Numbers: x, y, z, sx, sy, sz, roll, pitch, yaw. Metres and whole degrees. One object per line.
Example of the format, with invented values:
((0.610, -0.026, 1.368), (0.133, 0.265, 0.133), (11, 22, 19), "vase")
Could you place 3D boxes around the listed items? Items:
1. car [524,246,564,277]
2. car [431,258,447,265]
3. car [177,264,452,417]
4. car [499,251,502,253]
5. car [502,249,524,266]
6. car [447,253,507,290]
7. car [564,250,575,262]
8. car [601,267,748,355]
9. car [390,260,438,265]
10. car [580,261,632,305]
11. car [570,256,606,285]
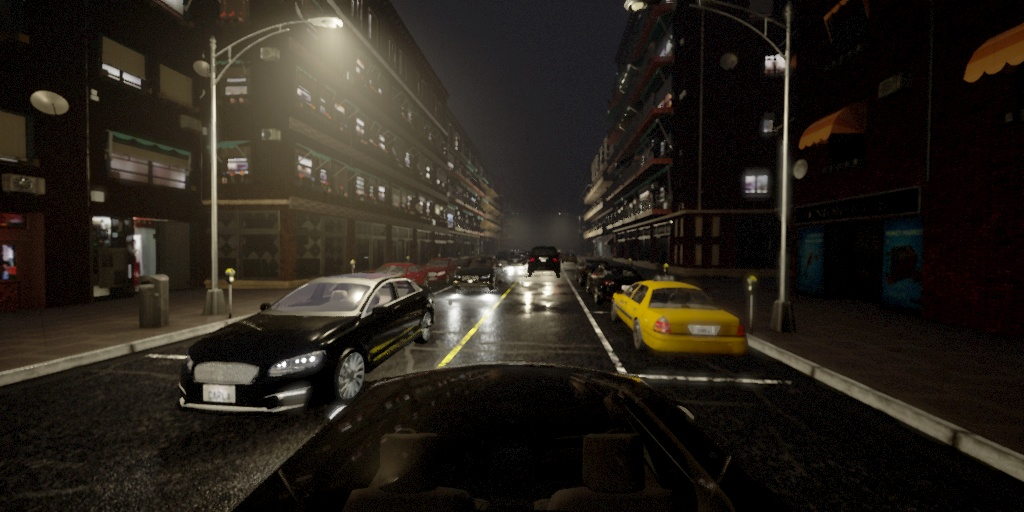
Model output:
((2.302, 0.321, 25.537), (2.150, 2.045, 5.566), (1, 2, 6), "car")
((-4.021, 0.784, 20.148), (1.802, 1.307, 4.207), (0, 0, 6), "car")
((-2.786, 1.096, 6.147), (2.128, 1.511, 4.902), (1, 2, 6), "car")
((-1.113, 0.010, 48.308), (1.948, 1.339, 4.313), (0, 0, 6), "car")
((0.601, 0.212, 38.653), (2.128, 1.511, 4.902), (1, 1, 6), "car")
((-1.576, 0.781, 18.045), (1.837, 1.490, 4.892), (1, 2, 6), "car")
((6.669, 0.198, 41.998), (1.751, 1.417, 4.829), (0, 0, 6), "car")
((3.364, 1.118, 8.185), (1.751, 1.417, 4.829), (0, 0, 6), "car")
((-4.655, 0.937, 14.522), (1.802, 1.307, 4.207), (0, 0, 6), "car")
((3.899, 1.003, 13.654), (1.948, 1.339, 4.313), (0, 0, 6), "car")
((4.409, 0.848, 19.293), (1.948, 1.339, 4.313), (0, 0, 6), "car")
